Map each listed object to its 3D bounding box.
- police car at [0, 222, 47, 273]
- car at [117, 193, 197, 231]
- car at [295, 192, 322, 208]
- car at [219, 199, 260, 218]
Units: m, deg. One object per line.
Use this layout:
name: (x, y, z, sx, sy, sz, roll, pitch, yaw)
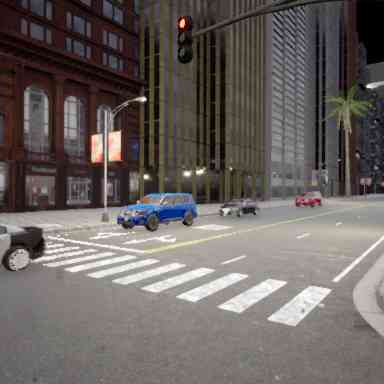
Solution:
police car: (-6.413, 1.393, 8.424, 1.930, 1.638, 5.238, 0, 0, 36)
car: (-1.908, 1.111, 20.193, 2.150, 2.045, 5.566, 0, 0, 36)
car: (15.366, 0.994, 43.565, 2.150, 2.045, 5.566, 0, 0, 37)
car: (4.130, 1.331, 28.401, 2.128, 1.511, 4.902, 0, 1, 36)
